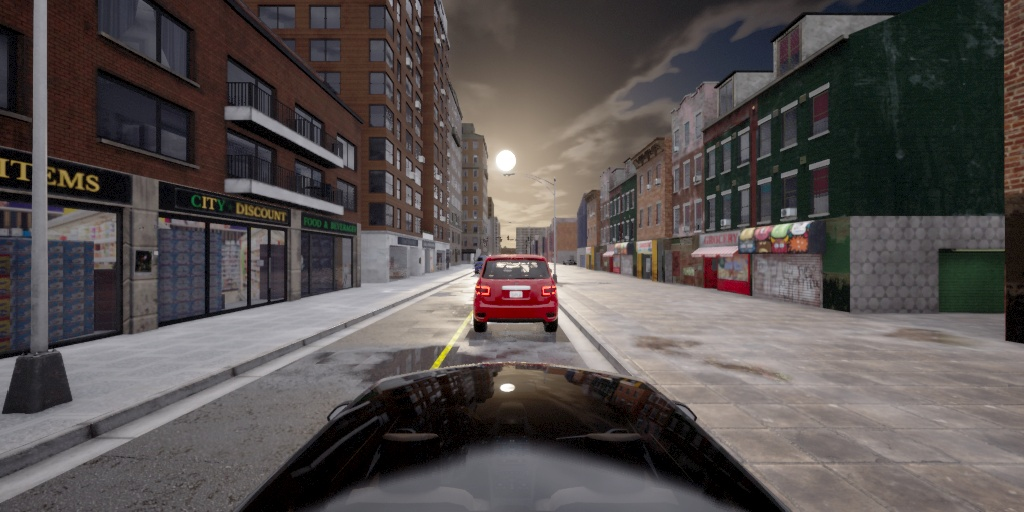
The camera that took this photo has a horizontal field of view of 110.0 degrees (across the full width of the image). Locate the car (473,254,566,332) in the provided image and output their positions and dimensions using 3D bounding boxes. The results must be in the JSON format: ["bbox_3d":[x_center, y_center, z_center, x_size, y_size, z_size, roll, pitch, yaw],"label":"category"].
[{"bbox_3d":[0.090,0.972,10.947,2.150,2.045,5.566,0,0,0],"label":"car"}]

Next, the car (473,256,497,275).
[{"bbox_3d":[-2.896,0.971,39.731,2.150,2.045,5.566,0,0,0],"label":"car"}]
